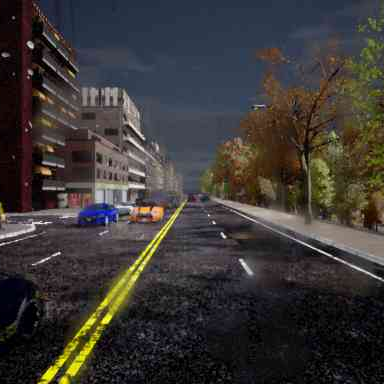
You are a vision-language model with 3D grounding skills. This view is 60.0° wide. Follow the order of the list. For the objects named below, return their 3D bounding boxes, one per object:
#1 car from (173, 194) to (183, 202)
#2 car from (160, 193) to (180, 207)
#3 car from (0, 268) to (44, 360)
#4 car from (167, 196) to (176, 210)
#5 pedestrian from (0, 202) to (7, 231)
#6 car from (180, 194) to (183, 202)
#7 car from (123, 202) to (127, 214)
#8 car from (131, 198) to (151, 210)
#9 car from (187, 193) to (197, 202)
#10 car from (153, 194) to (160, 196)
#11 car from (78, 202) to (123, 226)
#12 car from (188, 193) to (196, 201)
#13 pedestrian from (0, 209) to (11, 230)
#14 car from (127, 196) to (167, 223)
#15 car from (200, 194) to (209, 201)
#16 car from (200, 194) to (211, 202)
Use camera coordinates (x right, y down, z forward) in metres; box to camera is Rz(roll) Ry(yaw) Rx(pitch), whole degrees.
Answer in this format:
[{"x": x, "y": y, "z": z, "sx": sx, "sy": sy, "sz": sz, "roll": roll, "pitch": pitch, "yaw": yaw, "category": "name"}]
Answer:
[{"x": -3.278, "y": 1.342, "z": 77.972, "sx": 2.097, "sy": 1.767, "sz": 4.553, "roll": 0, "pitch": 0, "yaw": 0, "category": "car"}, {"x": -3.360, "y": 1.361, "z": 51.272, "sx": 2.097, "sy": 1.767, "sz": 4.553, "roll": 0, "pitch": 0, "yaw": 0, "category": "car"}, {"x": -3.352, "y": 1.564, "z": 3.629, "sx": 1.994, "sy": 1.385, "sz": 4.181, "roll": 0, "pitch": 0, "yaw": 0, "category": "car"}, {"x": -3.374, "y": 1.569, "z": 42.094, "sx": 1.994, "sy": 1.385, "sz": 4.181, "roll": 0, "pitch": 0, "yaw": -1, "category": "car"}, {"x": -10.347, "y": 1.143, "z": 17.793, "sx": 0.375, "sy": 1.860, "sz": 0.375, "roll": 0, "pitch": 0, "yaw": 0, "category": "pedestrian"}, {"x": -3.323, "y": 1.521, "z": 63.793, "sx": 1.837, "sy": 1.490, "sz": 4.892, "roll": 0, "pitch": 0, "yaw": 0, "category": "car"}, {"x": -6.614, "y": 1.656, "z": 34.164, "sx": 1.895, "sy": 1.301, "sz": 4.718, "roll": 0, "pitch": 1, "yaw": 0, "category": "car"}, {"x": -6.615, "y": 1.511, "z": 43.542, "sx": 1.837, "sy": 1.490, "sz": 4.892, "roll": 0, "pitch": 0, "yaw": 0, "category": "car"}, {"x": -0.026, "y": 1.491, "z": 74.127, "sx": 1.882, "sy": 1.535, "sz": 5.008, "roll": 0, "pitch": 0, "yaw": 0, "category": "car"}, {"x": -6.610, "y": 1.488, "z": 53.028, "sx": 1.882, "sy": 1.535, "sz": 5.008, "roll": 0, "pitch": 0, "yaw": 0, "category": "car"}, {"x": -6.621, "y": 1.532, "z": 23.897, "sx": 1.882, "sy": 1.535, "sz": 5.008, "roll": 0, "pitch": 0, "yaw": 0, "category": "car"}, {"x": -0.030, "y": 1.164, "z": 84.574, "sx": 2.150, "sy": 2.045, "sz": 5.566, "roll": 0, "pitch": 0, "yaw": 0, "category": "car"}, {"x": -10.439, "y": 1.523, "z": 18.450, "sx": 0.500, "sy": 1.100, "sz": 0.500, "roll": 0, "pitch": 0, "yaw": 0, "category": "pedestrian"}, {"x": -3.368, "y": 1.396, "z": 25.698, "sx": 2.097, "sy": 1.767, "sz": 4.553, "roll": 0, "pitch": 0, "yaw": 0, "category": "car"}, {"x": 3.220, "y": 1.294, "z": 84.515, "sx": 2.097, "sy": 1.767, "sz": 4.553, "roll": 0, "pitch": 0, "yaw": 0, "category": "car"}, {"x": 3.224, "y": 1.513, "z": 74.129, "sx": 1.837, "sy": 1.490, "sz": 4.892, "roll": 0, "pitch": 0, "yaw": 0, "category": "car"}]
